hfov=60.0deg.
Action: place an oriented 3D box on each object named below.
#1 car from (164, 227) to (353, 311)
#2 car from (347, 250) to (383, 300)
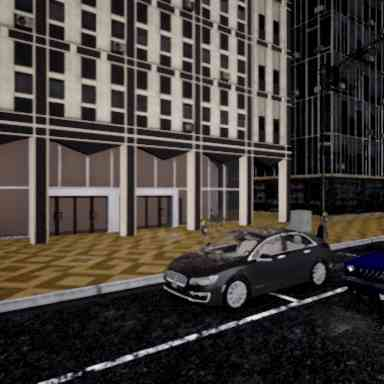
[{"bbox_3d":[1.449,1.519,7.588,4.403,1.369,2.008,0,1,-35],"label":"car"},{"bbox_3d":[5.242,1.553,7.119,4.718,1.301,1.895,0,0,-36],"label":"car"}]
